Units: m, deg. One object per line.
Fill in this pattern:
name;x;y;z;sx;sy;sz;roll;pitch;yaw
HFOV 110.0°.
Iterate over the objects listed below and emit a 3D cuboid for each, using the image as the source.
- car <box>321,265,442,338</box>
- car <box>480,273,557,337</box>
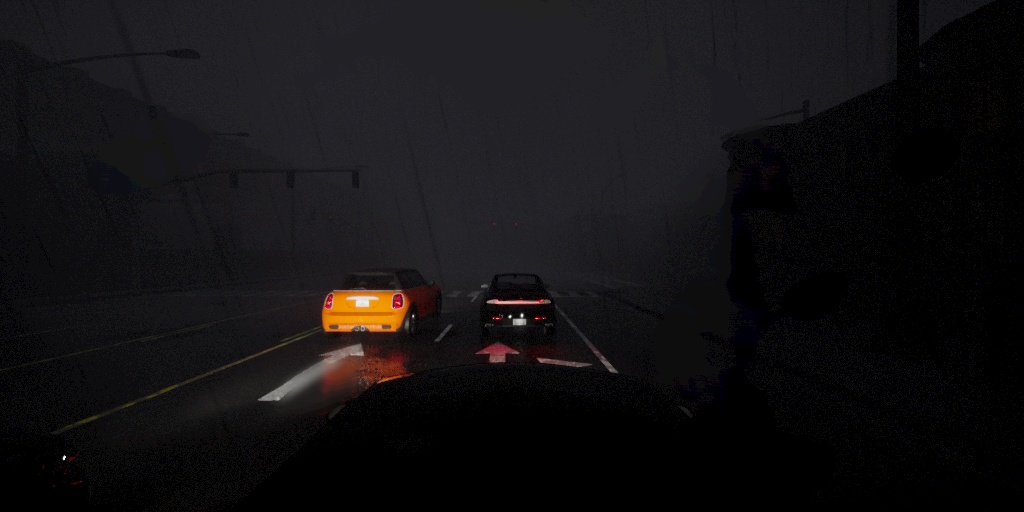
car;-3.405;1.102;10.286;2.097;1.767;4.553;0;0;0
car;0.104;1.242;10.332;2.128;1.511;4.902;0;0;-1
